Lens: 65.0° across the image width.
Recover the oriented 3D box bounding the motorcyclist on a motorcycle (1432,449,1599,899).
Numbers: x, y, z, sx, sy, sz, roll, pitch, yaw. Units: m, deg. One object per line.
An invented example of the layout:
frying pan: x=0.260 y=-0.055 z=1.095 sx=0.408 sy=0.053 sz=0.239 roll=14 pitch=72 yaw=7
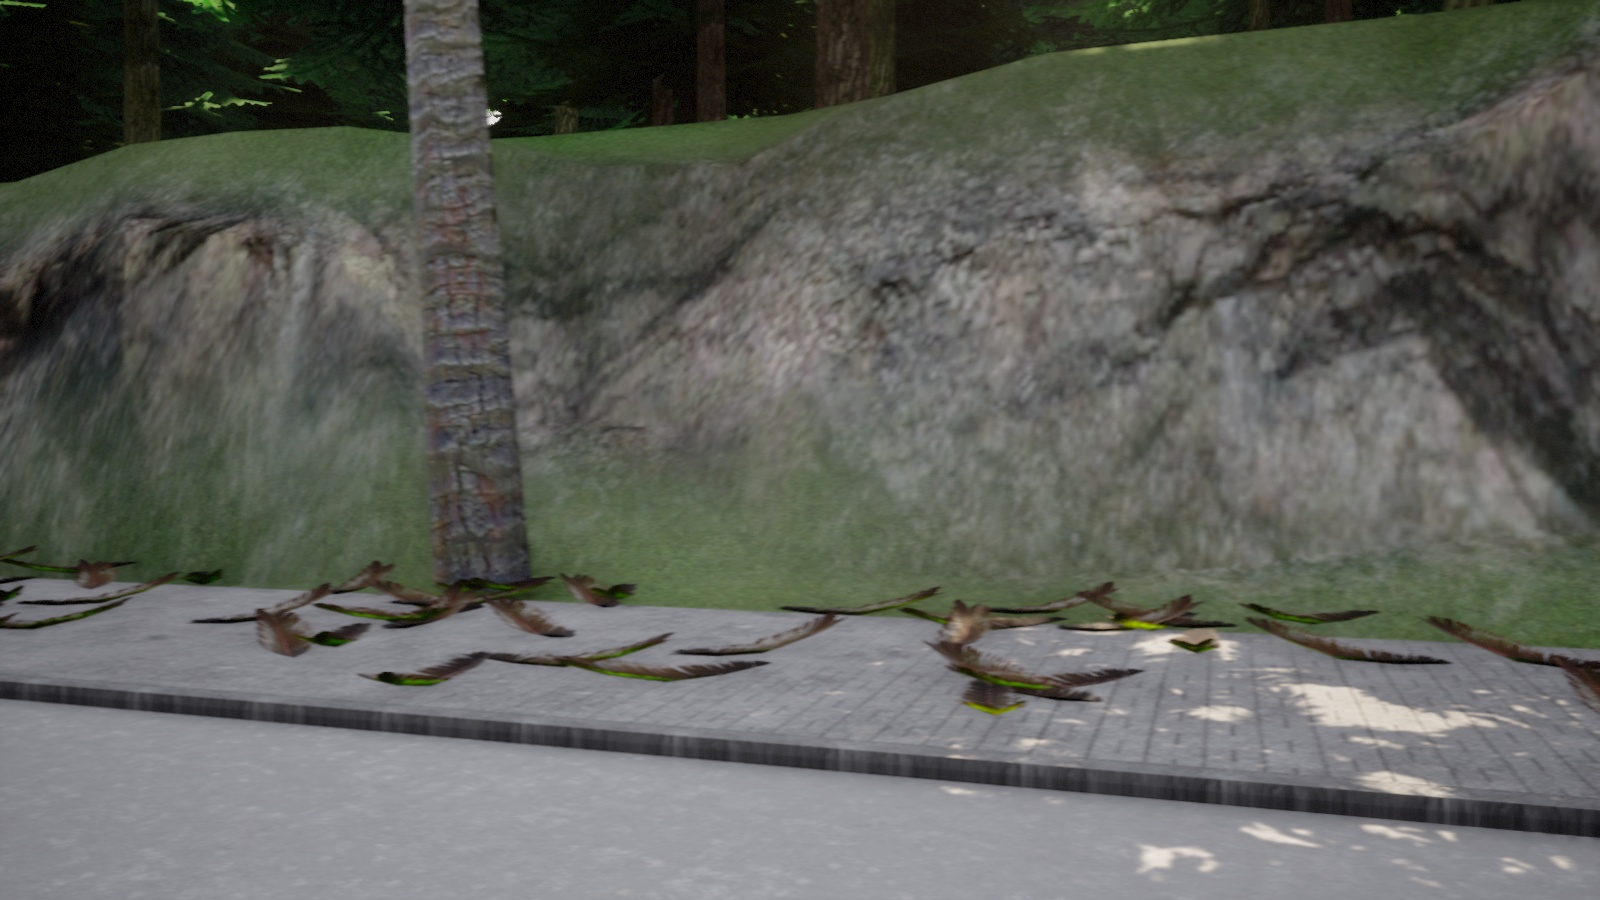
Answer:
motorcyclist on a motorcycle: x=2.629 y=0.773 z=2.837 sx=2.044 sy=1.523 sz=0.797 roll=0 pitch=1 yaw=19
